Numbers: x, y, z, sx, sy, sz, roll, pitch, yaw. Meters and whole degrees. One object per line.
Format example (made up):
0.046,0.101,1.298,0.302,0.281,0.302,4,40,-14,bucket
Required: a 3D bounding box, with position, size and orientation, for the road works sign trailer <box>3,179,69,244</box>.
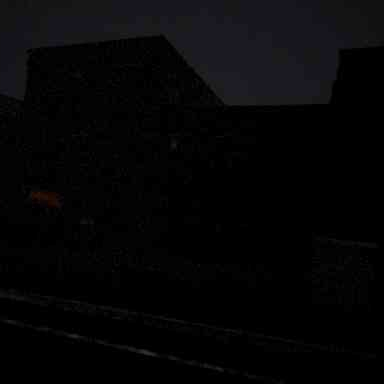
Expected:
-8.986,1.709,19.242,2.380,3.560,2.880,13,34,-47,road works sign trailer
